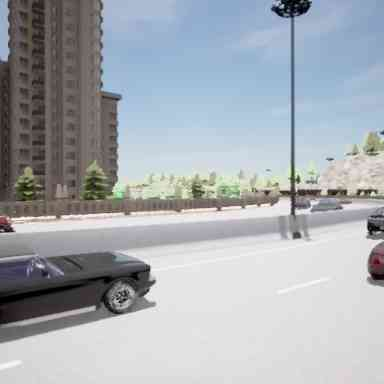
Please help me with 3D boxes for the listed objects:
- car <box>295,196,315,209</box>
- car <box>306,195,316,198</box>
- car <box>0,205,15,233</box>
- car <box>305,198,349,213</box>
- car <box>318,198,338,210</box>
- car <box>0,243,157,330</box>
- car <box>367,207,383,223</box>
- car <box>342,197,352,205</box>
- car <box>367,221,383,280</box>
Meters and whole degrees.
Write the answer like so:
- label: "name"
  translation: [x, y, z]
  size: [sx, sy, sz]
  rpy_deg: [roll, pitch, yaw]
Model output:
- label: "car"
  translation: [15.642, 1.621, 47.046]
  size: [1.837, 1.490, 4.892]
  rpy_deg: [0, -1, 29]
- label: "car"
  translation: [29.775, 1.460, 83.560]
  size: [2.097, 1.767, 4.553]
  rpy_deg: [0, 0, 4]
- label: "car"
  translation: [-10.111, 1.351, 14.056]
  size: [4.553, 1.767, 2.097]
  rpy_deg: [0, 0, -36]
- label: "car"
  translation: [12.045, 1.545, 29.431]
  size: [1.837, 1.490, 4.892]
  rpy_deg: [0, 0, 39]
- label: "car"
  translation: [18.272, 1.582, 44.586]
  size: [1.882, 1.535, 5.008]
  rpy_deg: [0, 0, 29]
- label: "car"
  translation: [-3.038, 1.600, 5.892]
  size: [4.718, 1.301, 1.895]
  rpy_deg: [0, 0, -36]
- label: "car"
  translation: [10.816, 1.506, 17.494]
  size: [4.902, 1.511, 2.128]
  rpy_deg: [0, 0, -44]
- label: "car"
  translation: [30.970, 1.777, 67.115]
  size: [1.812, 1.442, 4.674]
  rpy_deg: [0, 0, 15]
- label: "car"
  translation: [6.413, 1.567, 8.795]
  size: [4.181, 1.385, 1.994]
  rpy_deg: [0, 0, -39]
